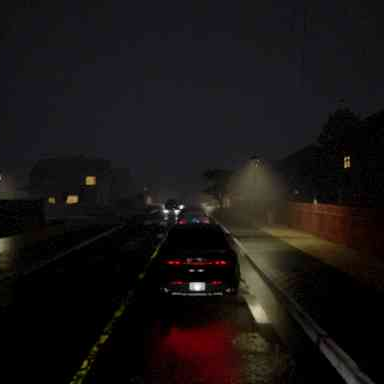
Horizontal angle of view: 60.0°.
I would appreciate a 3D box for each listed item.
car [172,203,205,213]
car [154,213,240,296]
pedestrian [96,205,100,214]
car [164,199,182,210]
[{"bbox_3d":[0.024,1.626,19.658,2.033,1.411,5.357,0,0,-2],"label":"car"},{"bbox_3d":[0.102,1.536,8.723,1.837,1.490,4.892,0,0,0],"label":"car"},{"bbox_3d":[-9.904,1.588,35.150,0.375,1.860,0.375,0,-2,5],"label":"pedestrian"},{"bbox_3d":[-2.834,1.745,47.162,1.837,1.490,4.892,0,0,0],"label":"car"}]
